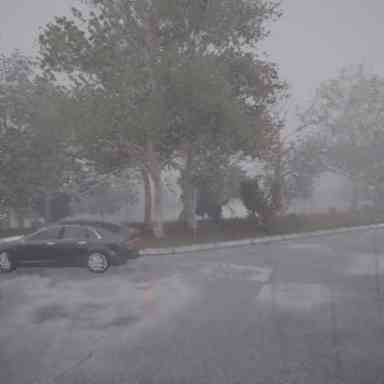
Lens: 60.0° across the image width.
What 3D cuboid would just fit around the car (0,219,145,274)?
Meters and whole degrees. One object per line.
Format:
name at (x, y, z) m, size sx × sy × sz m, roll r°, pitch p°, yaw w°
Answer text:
car at (-3.984, 1.665, 10.651) m, size 4.892 × 1.490 × 1.837 m, roll -1°, pitch 3°, yaw 8°
